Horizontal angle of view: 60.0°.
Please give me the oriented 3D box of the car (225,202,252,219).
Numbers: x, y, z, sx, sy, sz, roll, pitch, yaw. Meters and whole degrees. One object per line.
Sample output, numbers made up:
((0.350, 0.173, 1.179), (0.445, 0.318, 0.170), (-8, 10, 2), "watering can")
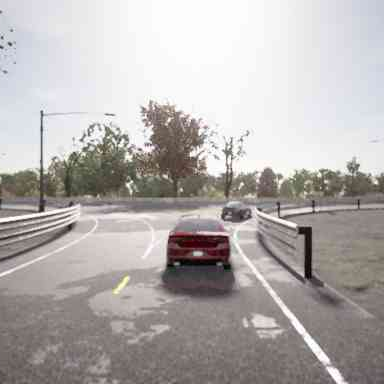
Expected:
((3.963, 1.576, 29.265), (1.812, 1.442, 4.674), (0, 0, 22), "car")

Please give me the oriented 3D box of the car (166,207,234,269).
((0.266, 1.497, 11.346), (1.882, 1.535, 5.008), (0, 0, 2), "car")
